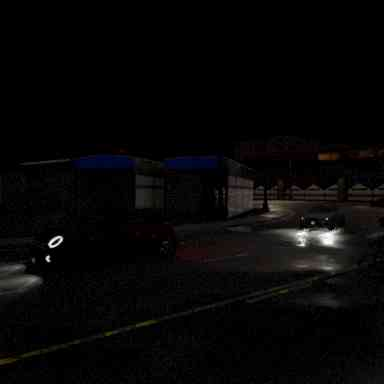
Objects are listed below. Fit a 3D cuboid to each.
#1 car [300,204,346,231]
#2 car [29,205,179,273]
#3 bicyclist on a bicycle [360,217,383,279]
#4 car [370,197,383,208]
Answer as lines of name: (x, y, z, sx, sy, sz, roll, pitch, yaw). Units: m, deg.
car: (8.410, 1.525, 21.123, 1.812, 1.442, 4.674, 0, 0, 37)
car: (-2.729, 1.352, 10.842, 4.553, 1.767, 2.097, 0, 0, -38)
bicyclist on a bicycle: (4.976, 1.455, 8.275, 0.582, 1.620, 1.656, 0, -2, -38)
car: (26.576, 1.477, 45.782, 1.882, 1.535, 5.008, 0, 0, -4)
